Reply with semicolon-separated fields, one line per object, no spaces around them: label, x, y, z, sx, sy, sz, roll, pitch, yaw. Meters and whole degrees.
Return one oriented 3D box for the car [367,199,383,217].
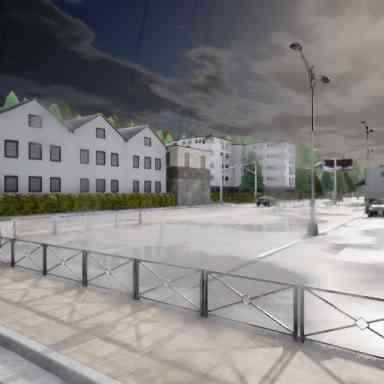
car;15.428;1.297;26.805;2.007;1.523;4.514;0;0;35

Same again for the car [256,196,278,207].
car;10.673;1.309;47.124;1.837;1.490;4.892;0;0;32
